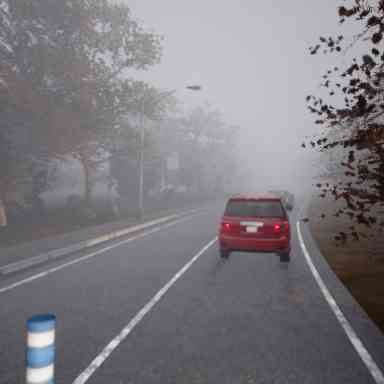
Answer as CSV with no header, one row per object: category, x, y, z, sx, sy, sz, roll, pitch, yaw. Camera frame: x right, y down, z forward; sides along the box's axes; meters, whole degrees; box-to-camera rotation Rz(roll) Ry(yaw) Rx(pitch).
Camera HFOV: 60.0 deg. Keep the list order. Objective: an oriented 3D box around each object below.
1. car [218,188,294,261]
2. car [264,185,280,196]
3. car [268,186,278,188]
car,2.370,1.050,11.972,2.150,2.045,5.566,0,2,15
car,12.923,-0.268,53.365,2.128,1.511,4.902,0,2,18
car,7.149,0.581,27.145,2.097,1.767,4.553,0,2,21
